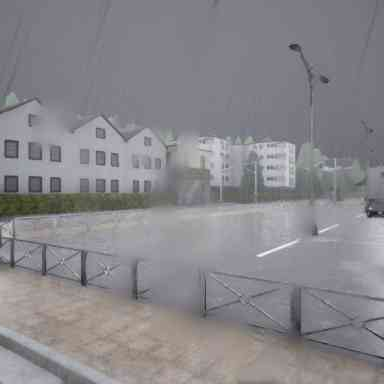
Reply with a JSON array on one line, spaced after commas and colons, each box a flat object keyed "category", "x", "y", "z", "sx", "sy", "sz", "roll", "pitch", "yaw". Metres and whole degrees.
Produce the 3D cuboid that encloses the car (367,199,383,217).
[{"category": "car", "x": 15.412, "y": 1.298, "z": 26.820, "sx": 2.007, "sy": 1.523, "sz": 4.514, "roll": 0, "pitch": 0, "yaw": 35}]
